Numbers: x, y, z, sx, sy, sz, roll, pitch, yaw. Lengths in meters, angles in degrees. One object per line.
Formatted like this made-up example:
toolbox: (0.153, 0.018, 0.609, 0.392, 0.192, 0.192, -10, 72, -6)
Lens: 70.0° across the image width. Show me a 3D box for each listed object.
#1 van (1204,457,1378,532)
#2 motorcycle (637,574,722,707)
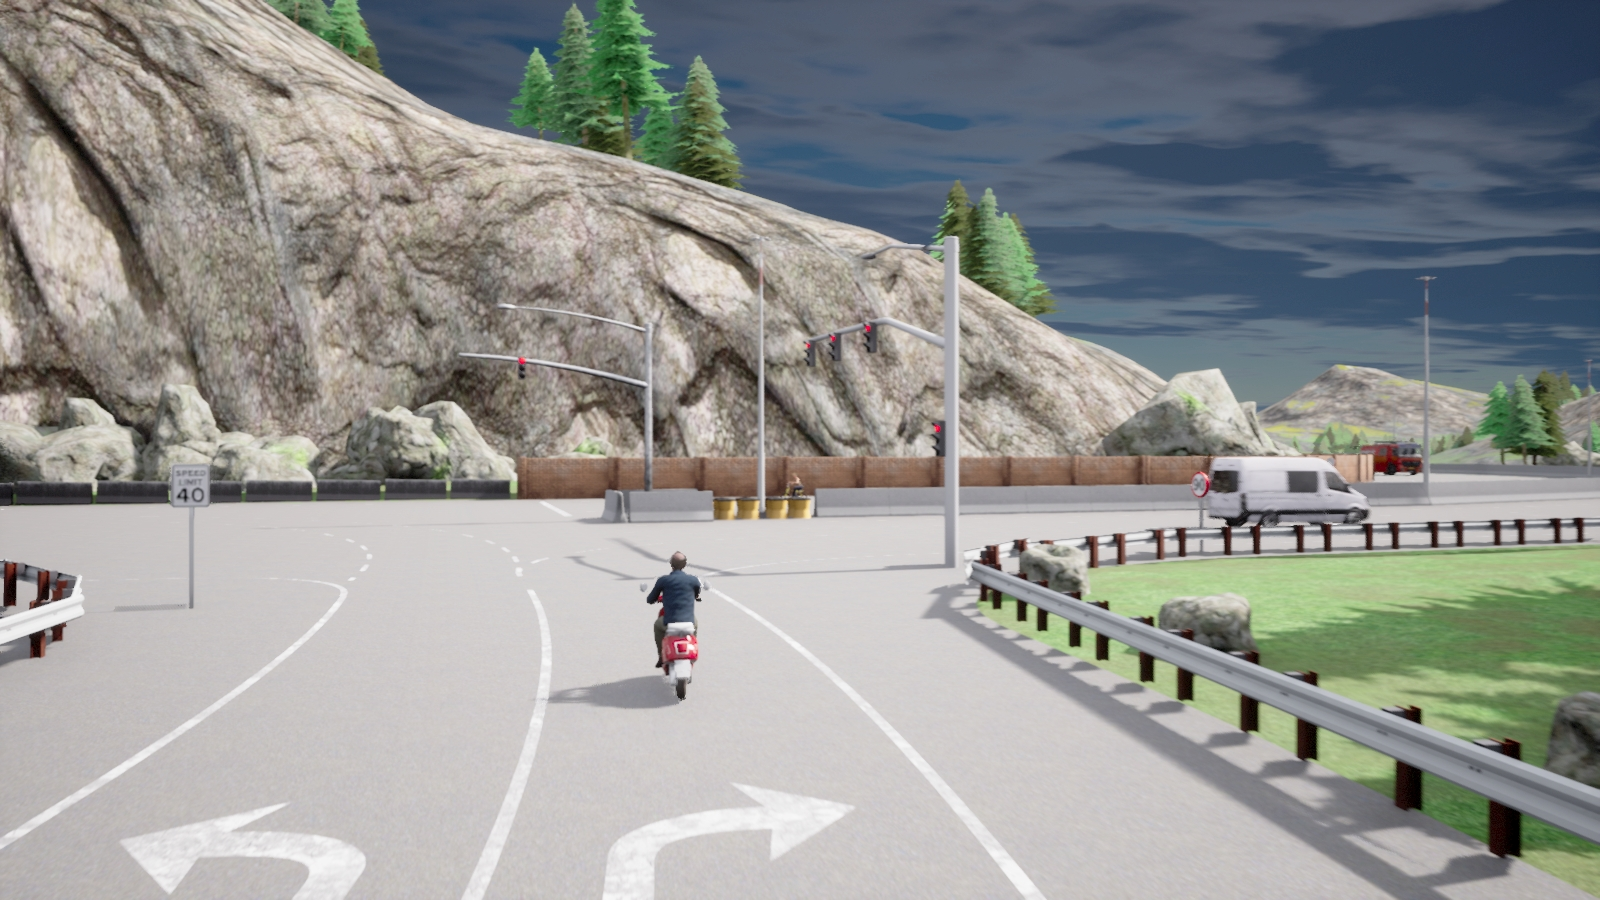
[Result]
van: (17.727, 1.543, 41.221, 5.915, 2.561, 1.988, 0, 0, -18)
motorcycle: (-1.452, 2.188, 13.450, 0.856, 1.236, 1.805, 0, 0, -10)
